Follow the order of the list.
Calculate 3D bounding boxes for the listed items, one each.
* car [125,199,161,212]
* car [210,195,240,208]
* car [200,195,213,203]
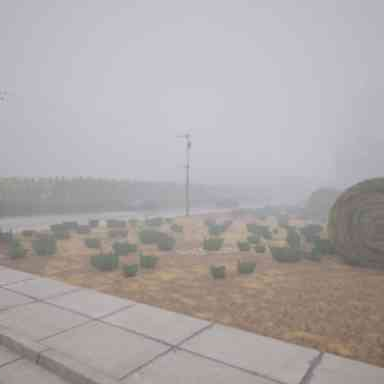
[{"bbox_3d":[-5.623,1.553,38.707,1.837,1.490,4.892,0,0,33],"label":"car"},{"bbox_3d":[5.185,1.551,48.451,1.837,1.490,4.892,0,0,38],"label":"car"},{"bbox_3d":[2.938,1.202,51.948,1.837,1.490,4.892,0,0,33],"label":"car"}]
